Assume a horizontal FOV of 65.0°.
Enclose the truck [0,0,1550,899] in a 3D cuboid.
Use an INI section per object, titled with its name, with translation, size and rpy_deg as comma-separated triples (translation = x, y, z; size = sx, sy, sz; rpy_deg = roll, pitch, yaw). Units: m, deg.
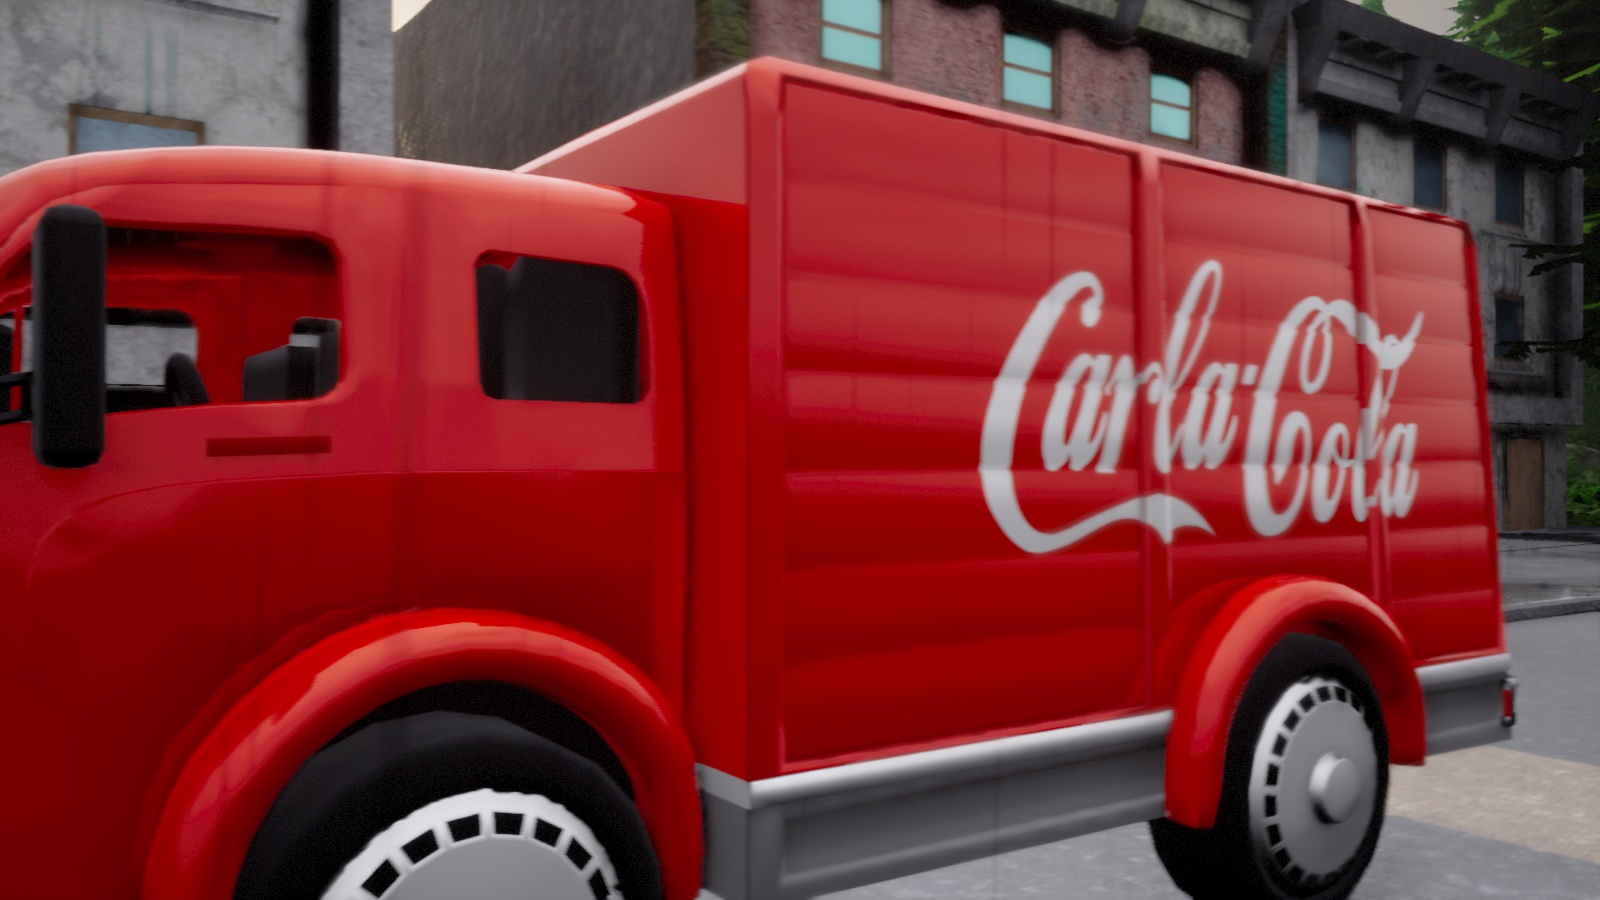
[truck]
translation = -0.134, 0.269, 4.189
size = 5.204, 2.467, 2.627
rpy_deg = 0, 0, -35
